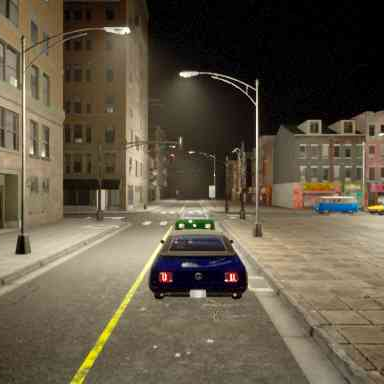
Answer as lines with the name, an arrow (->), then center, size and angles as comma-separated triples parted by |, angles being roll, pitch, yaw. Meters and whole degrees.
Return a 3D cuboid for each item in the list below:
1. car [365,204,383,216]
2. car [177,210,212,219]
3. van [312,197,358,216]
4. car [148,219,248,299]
car -> 19.277, 1.517, 32.082 | 4.829, 1.417, 1.752 | 0, 0, 0
car -> 0.153, 1.600, 17.640 | 1.895, 1.301, 4.718 | 0, 0, 1
van -> 13.835, 1.337, 32.107 | 3.998, 1.788, 1.690 | 0, 0, 0
car -> 0.123, 1.601, 8.386 | 1.895, 1.301, 4.718 | 0, 0, 0
